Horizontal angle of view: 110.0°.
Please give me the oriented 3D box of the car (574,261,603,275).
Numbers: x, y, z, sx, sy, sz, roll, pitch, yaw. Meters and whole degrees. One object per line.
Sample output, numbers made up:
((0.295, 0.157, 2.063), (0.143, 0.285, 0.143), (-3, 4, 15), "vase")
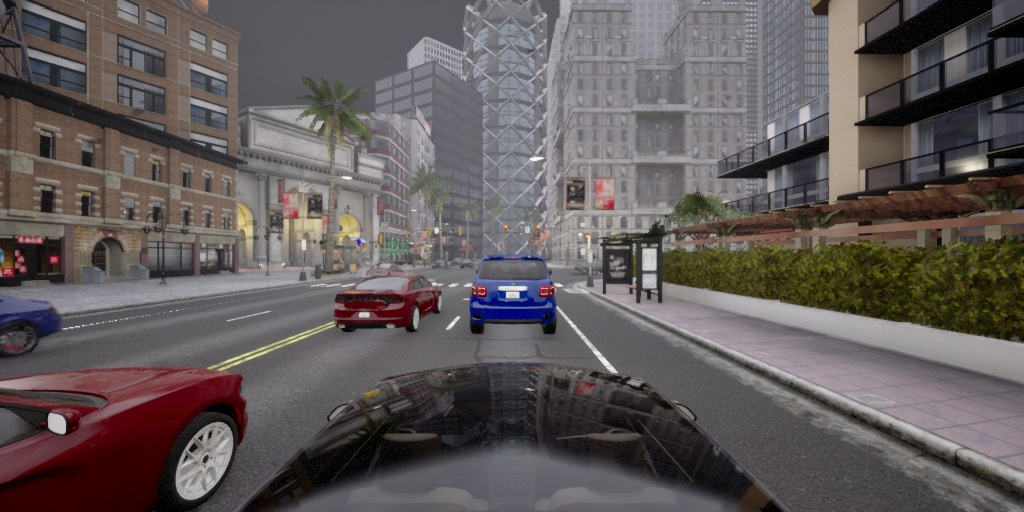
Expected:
((9.259, 1.241, 39.261), (4.902, 1.511, 2.128), (0, 0, 3), "car")

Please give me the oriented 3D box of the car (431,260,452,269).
((-10.582, 1.314, 53.008), (1.994, 1.385, 4.181), (0, 0, 0), "car")

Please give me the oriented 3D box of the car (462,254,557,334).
((0.054, 0.971, 10.763), (2.150, 2.045, 5.566), (0, 0, 1), "car")

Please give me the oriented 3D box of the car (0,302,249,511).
((-3.390, 1.228, 1.294), (1.882, 1.535, 5.008), (0, 0, 0), "car")

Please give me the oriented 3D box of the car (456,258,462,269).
((-6.960, 1.297, 55.682), (2.033, 1.411, 5.357), (0, 0, -2), "car")

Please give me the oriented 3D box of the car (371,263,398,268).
((-10.594, 1.275, 29.973), (1.812, 1.442, 4.674), (0, 0, 0), "car")

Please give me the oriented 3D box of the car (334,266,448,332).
((-3.441, 1.228, 10.873), (1.882, 1.535, 5.008), (0, 0, 0), "car")

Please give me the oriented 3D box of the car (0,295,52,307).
((-10.586, 1.276, 5.752), (1.812, 1.442, 4.674), (0, 0, 0), "car")
